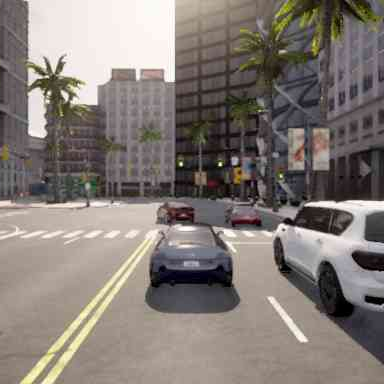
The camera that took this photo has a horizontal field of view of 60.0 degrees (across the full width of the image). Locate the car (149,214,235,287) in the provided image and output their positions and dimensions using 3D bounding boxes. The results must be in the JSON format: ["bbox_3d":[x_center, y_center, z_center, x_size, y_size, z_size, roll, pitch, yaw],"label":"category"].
[{"bbox_3d":[-0.031,1.534,9.278,1.994,1.385,4.181,0,0,0],"label":"car"}]

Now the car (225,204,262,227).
[{"bbox_3d":[3.337,1.495,22.270,1.994,1.385,4.181,0,0,-1],"label":"car"}]

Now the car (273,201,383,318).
[{"bbox_3d":[3.487,1.199,7.499,2.150,2.045,5.566,0,0,-1],"label":"car"}]

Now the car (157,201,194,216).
[{"bbox_3d":[-1.301,1.396,24.786,1.882,1.535,5.008,1,0,-17],"label":"car"}]
